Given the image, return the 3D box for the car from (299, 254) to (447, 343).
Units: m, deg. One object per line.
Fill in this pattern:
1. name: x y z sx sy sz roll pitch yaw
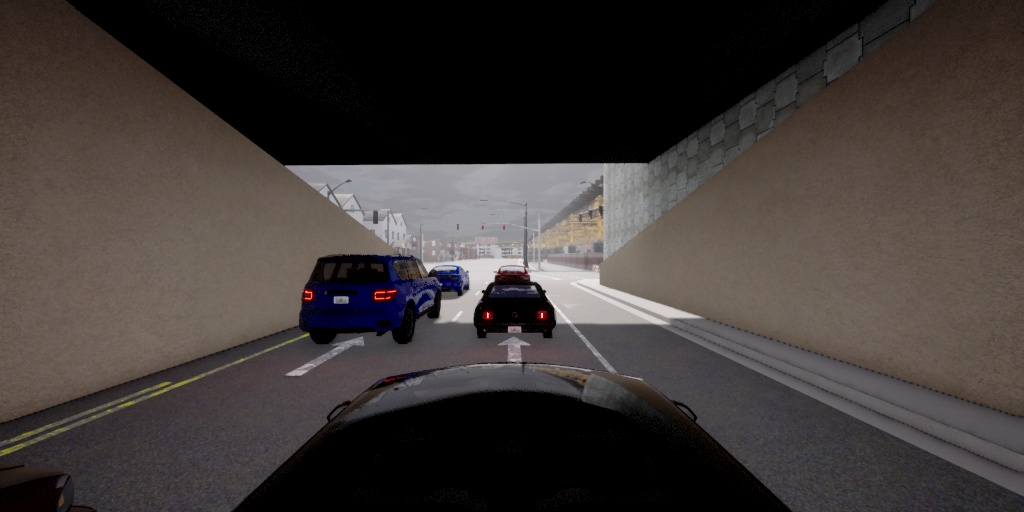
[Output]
1. car: -3.437 0.971 9.851 2.150 2.045 5.566 0 0 0

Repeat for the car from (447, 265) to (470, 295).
1. car: -3.485 1.228 19.788 1.882 1.535 5.008 0 0 0

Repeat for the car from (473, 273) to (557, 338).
1. car: 0.058 1.351 10.200 1.895 1.301 4.718 0 0 0

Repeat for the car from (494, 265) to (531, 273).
1. car: 0.016 1.228 19.537 1.882 1.535 5.008 0 0 0
